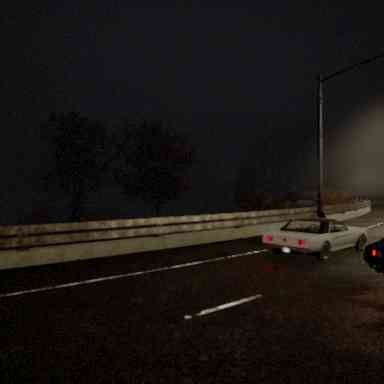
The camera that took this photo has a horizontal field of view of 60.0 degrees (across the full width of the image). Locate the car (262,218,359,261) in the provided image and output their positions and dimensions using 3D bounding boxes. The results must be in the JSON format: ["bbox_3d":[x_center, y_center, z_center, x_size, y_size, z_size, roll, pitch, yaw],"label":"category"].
[{"bbox_3d":[4.779,1.624,12.415,4.718,1.301,1.895,0,0,-41],"label":"car"}]

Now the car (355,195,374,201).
[{"bbox_3d":[39.292,1.438,76.749,1.882,1.535,5.008,0,0,6],"label":"car"}]

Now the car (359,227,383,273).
[{"bbox_3d":[6.852,1.609,9.577,4.718,1.301,1.895,0,0,-41],"label":"car"}]

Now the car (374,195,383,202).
[{"bbox_3d":[42.758,1.424,76.260,1.882,1.535,5.008,0,0,6],"label":"car"}]
